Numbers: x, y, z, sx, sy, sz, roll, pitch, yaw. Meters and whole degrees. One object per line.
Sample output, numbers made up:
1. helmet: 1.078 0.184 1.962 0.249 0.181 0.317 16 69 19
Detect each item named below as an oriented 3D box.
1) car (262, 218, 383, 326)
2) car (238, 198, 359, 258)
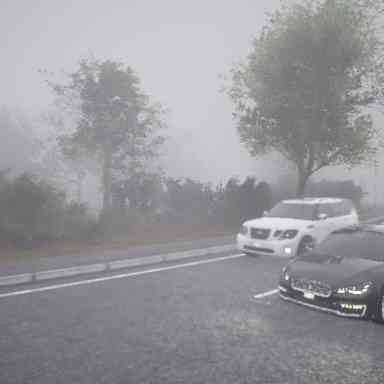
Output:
1. car: 3.869 1.522 7.252 4.892 1.490 1.837 0 0 -40
2. car: 4.057 1.251 11.962 5.566 2.045 2.150 0 0 -42
